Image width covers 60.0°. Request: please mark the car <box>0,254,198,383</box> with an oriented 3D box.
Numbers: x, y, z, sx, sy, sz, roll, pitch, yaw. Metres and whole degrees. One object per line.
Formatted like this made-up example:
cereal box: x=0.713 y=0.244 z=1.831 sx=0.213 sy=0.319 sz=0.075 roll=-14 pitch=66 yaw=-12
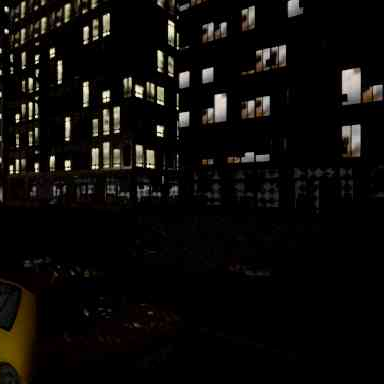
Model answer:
car: x=-2.217 y=1.525 z=4.451 sx=4.829 sy=1.417 sz=1.752 roll=0 pitch=0 yaw=35
